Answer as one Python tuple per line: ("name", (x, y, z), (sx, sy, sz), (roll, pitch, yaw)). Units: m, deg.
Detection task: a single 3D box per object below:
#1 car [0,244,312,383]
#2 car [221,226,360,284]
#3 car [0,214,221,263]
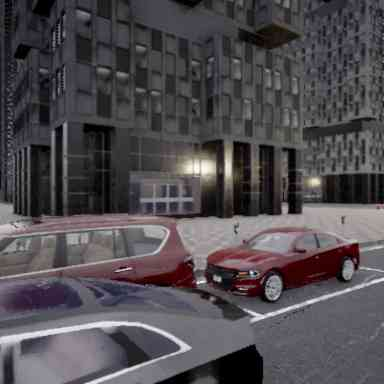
("car", (-1.636, 1.491, 2.211), (4.902, 1.511, 2.128), (0, 0, -36))
("car", (2.352, 1.560, 8.212), (4.507, 1.381, 1.887), (0, 0, -35))
("car", (-2.239, 1.318, 4.938), (5.009, 1.841, 2.192), (0, 0, -35))
